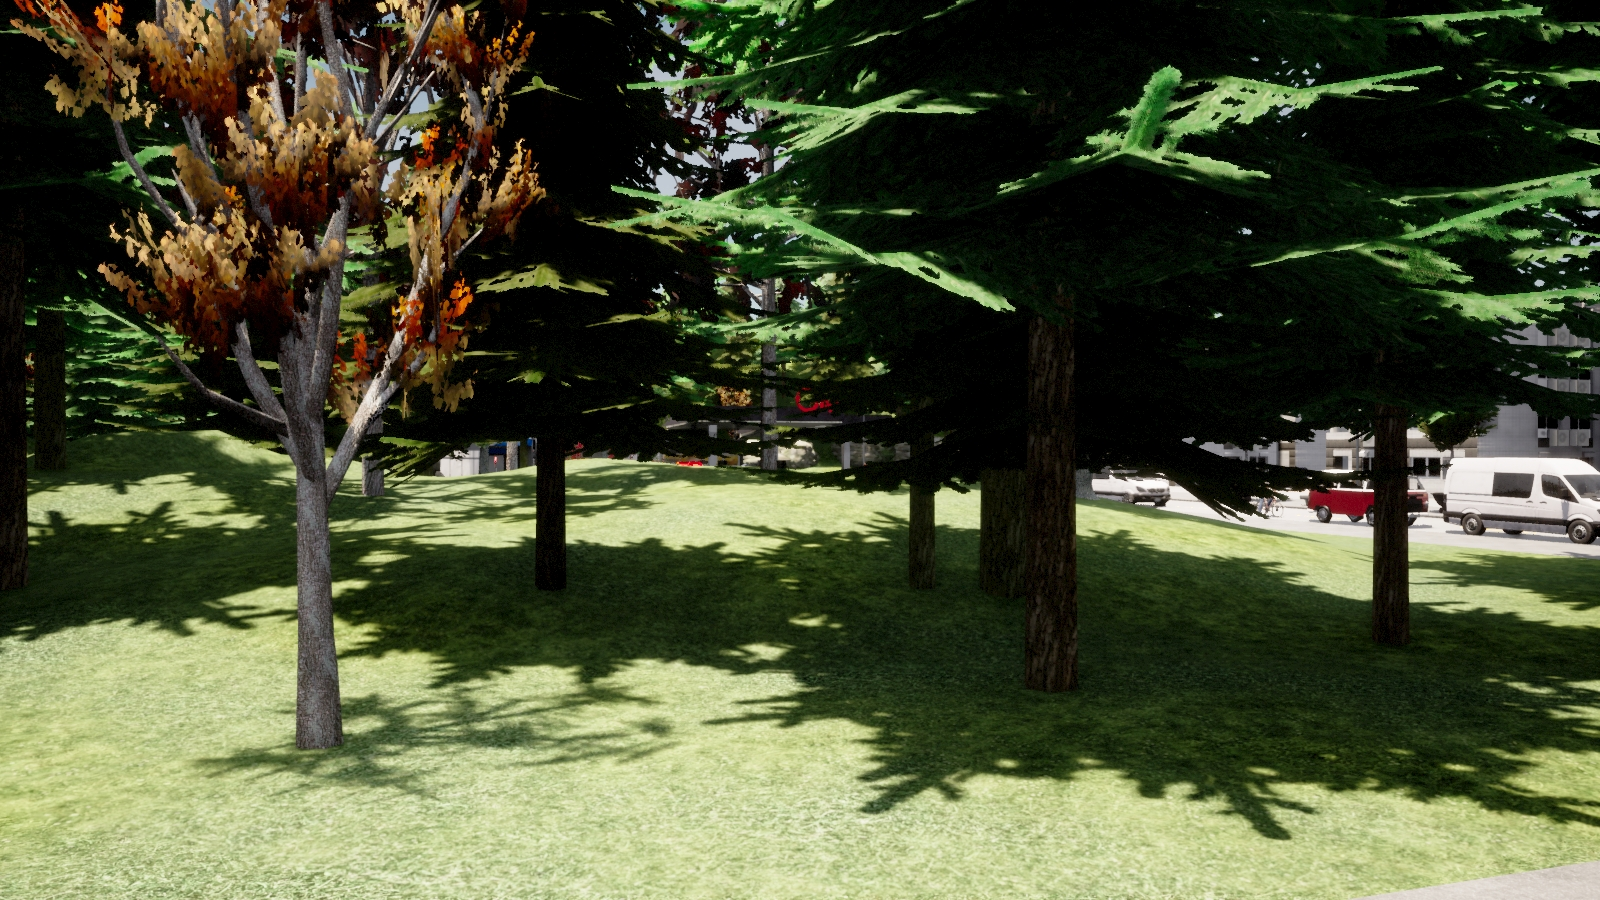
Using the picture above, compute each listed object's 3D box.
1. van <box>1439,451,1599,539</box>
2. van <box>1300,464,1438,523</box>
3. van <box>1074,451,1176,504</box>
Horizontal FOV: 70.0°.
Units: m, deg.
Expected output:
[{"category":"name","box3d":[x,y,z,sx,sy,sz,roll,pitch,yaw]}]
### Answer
[{"category":"van","box3d":[23.412,1.314,36.018,1.988,2.561,5.915,0,0,-18]},{"category":"van","box3d":[21.187,1.563,42.784,2.069,2.038,4.480,0,0,-18]},{"category":"van","box3d":[16.274,1.314,57.681,1.988,2.561,5.915,0,0,-18]}]
